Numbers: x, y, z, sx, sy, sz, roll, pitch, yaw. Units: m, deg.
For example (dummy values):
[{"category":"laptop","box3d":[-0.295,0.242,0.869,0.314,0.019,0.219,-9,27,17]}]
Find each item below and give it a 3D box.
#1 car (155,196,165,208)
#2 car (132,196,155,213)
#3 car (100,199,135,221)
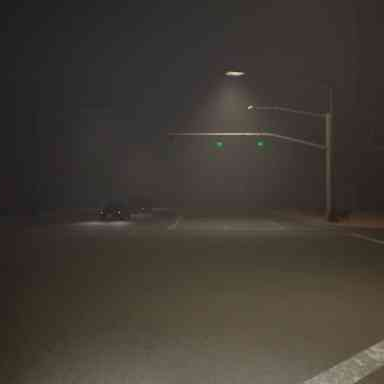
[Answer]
[{"category":"car","box3d":[-5.895,1.683,57.350,2.150,2.045,5.566,0,-1,1]},{"category":"car","box3d":[-6.262,1.454,40.229,2.150,2.045,5.566,0,-1,3]},{"category":"car","box3d":[-6.506,1.634,28.730,1.812,1.442,4.674,0,-1,1]}]
